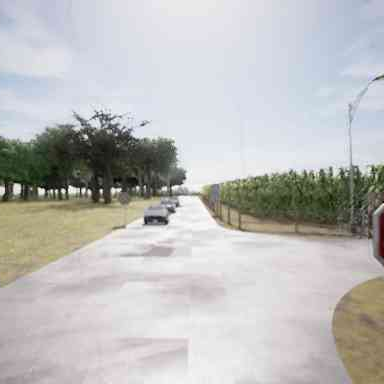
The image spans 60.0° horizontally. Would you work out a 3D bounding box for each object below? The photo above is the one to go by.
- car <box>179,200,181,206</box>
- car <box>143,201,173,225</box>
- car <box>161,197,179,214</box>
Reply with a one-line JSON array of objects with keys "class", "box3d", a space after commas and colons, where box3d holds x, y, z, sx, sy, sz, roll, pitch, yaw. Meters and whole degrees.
[{"class": "car", "box3d": [-2.793, 1.512, 50.502, 1.837, 1.490, 4.892, 0, 1, 0]}, {"class": "car", "box3d": [-2.717, 1.690, 26.137, 2.033, 1.411, 5.357, 0, 0, -3]}, {"class": "car", "box3d": [-2.816, 1.618, 37.477, 1.837, 1.490, 4.892, 0, 1, 0]}]
